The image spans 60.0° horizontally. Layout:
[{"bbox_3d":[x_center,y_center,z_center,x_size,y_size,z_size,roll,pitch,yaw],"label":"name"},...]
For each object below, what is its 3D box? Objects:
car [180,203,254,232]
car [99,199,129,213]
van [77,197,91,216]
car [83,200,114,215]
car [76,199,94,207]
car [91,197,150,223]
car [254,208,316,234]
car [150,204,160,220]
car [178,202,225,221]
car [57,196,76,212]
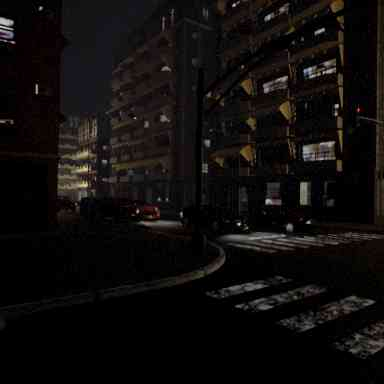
[{"bbox_3d":[1.155,1.524,20.214,1.837,1.490,4.892,1,-1,-36],"label":"car"},{"bbox_3d":[-9.617,1.659,40.507,1.837,1.490,4.892,1,-1,-35],"label":"car"},{"bbox_3d":[-8.793,1.352,29.960,1.690,1.788,3.998,1,-1,-35],"label":"van"},{"bbox_3d":[-10.272,1.647,36.332,1.994,1.385,4.181,1,-1,-35],"label":"car"},{"bbox_3d":[-18.454,1.862,57.271,1.802,1.307,4.206,1,-1,-35],"label":"car"},{"bbox_3d":[-5.574,1.307,25.407,2.192,1.841,5.009,1,-1,-35],"label":"car"},{"bbox_3d":[5.151,1.635,19.678,1.994,1.385,4.181,1,-1,-38],"label":"car"},{"bbox_3d":[-4.569,1.401,28.263,2.097,1.767,4.553,1,-1,-35],"label":"car"},{"bbox_3d":[0.758,1.681,30.093,1.752,1.417,4.829,1,-1,-35],"label":"car"},{"bbox_3d":[-15.229,1.365,39.067,2.192,1.841,5.009,1,-1,-35],"label":"car"}]
